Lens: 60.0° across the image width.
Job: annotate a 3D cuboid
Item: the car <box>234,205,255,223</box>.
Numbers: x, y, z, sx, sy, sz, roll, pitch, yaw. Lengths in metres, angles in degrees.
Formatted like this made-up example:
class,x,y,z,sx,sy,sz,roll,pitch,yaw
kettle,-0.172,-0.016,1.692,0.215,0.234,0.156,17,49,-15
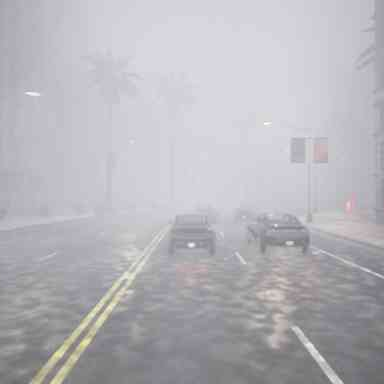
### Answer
class,x,y,z,sx,sy,sz,roll,pitch,yaw
car,4.625,1.796,28.106,1.812,1.442,4.674,0,0,14

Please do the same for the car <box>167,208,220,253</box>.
class,x,y,z,sx,sy,sz,roll,pitch,yaw
car,-0.003,1.646,14.270,1.837,1.490,4.892,0,0,0

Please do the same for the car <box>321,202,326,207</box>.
class,x,y,z,sx,sy,sz,roll,pitch,yaw
car,27.464,2.149,64.945,4.674,1.442,1.812,0,-1,-12

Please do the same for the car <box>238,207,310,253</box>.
class,x,y,z,sx,sy,sz,roll,pitch,yaw
car,3.498,1.631,14.280,2.128,1.511,4.902,0,0,0

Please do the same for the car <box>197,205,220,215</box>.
class,x,y,z,sx,sy,sz,roll,pitch,yaw
car,1.176,1.841,28.762,1.994,1.385,4.181,0,-1,14

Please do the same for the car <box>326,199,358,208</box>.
class,x,y,z,sx,sy,sz,roll,pitch,yaw
car,28.121,2.090,61.492,4.902,1.511,2.128,0,-1,-12

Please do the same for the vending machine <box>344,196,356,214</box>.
class,x,y,z,sx,sy,sz,roll,pitch,yaw
vending machine,19.465,1.590,40.978,1.100,2.100,0.880,-1,-1,43
